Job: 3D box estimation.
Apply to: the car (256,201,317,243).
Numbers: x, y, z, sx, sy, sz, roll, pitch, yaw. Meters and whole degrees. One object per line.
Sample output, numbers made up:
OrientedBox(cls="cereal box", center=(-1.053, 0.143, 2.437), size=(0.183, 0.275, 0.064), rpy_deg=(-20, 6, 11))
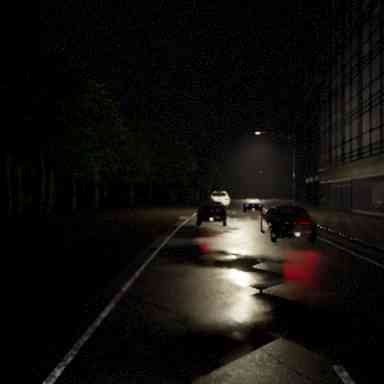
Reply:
OrientedBox(cls="car", center=(4.359, 1.392, 15.594), size=(1.837, 1.490, 4.892), rpy_deg=(0, 1, 4))

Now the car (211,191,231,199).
OrientedBox(cls="car", center=(3.436, 0.955, 40.121), size=(2.150, 2.045, 5.566), rpy_deg=(0, 0, 8))

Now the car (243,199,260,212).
OrientedBox(cls="car", center=(6.183, 1.364, 34.164), size=(1.895, 1.301, 4.718), rpy_deg=(0, 0, 7))

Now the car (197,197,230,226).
OrientedBox(cls="car", center=(1.365, 1.332, 22.098), size=(1.837, 1.490, 4.892), rpy_deg=(0, 1, 5))
